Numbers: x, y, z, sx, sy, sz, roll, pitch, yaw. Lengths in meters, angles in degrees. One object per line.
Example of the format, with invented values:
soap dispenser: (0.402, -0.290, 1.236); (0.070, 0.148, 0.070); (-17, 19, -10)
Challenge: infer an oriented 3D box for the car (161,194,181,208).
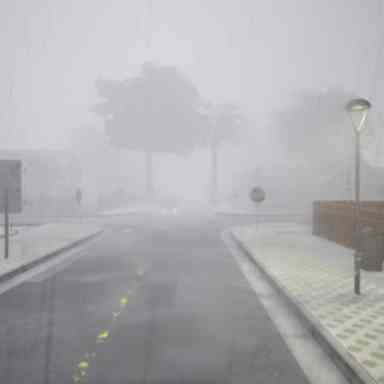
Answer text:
car: (-2.721, 1.310, 41.258); (1.994, 1.385, 4.181); (0, 1, 0)

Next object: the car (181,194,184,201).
car: (-2.704, 1.067, 66.517); (1.812, 1.442, 4.674); (0, 1, 0)
